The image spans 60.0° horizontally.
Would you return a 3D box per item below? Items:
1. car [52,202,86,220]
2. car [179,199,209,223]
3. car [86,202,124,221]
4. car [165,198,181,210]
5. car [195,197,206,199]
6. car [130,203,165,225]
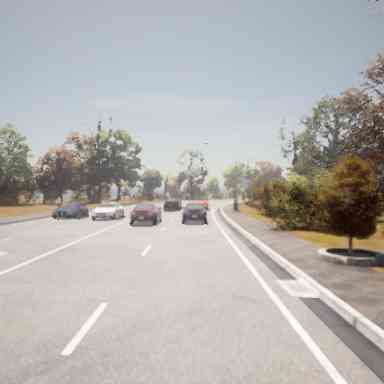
[{"bbox_3d":[-10.379,1.588,28.657,1.994,1.385,4.181,0,0,2],"label":"car"},{"bbox_3d":[0.213,1.545,25.526,1.812,1.442,4.674,0,0,1],"label":"car"},{"bbox_3d":[-6.911,1.548,27.713,1.812,1.442,4.674,0,0,2],"label":"car"},{"bbox_3d":[-2.358,1.530,42.982,1.882,1.535,5.008,0,0,5],"label":"car"},{"bbox_3d":[1.099,1.405,42.266,2.097,1.767,4.553,0,0,5],"label":"car"},{"bbox_3d":[-3.298,1.542,24.257,1.812,1.442,4.674,0,0,1],"label":"car"}]
